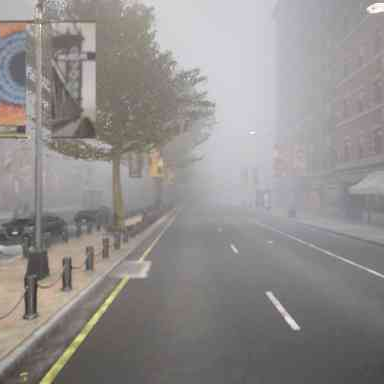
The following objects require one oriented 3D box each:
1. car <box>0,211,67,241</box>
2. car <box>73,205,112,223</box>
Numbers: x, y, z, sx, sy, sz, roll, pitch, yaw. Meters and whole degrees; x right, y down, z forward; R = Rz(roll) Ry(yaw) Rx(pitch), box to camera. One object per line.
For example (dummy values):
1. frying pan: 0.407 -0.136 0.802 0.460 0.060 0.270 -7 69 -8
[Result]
1. car: -8.082 1.695 17.188 1.994 1.385 4.181 0 0 0
2. car: -8.039 1.756 27.559 2.033 1.411 5.357 0 0 1
